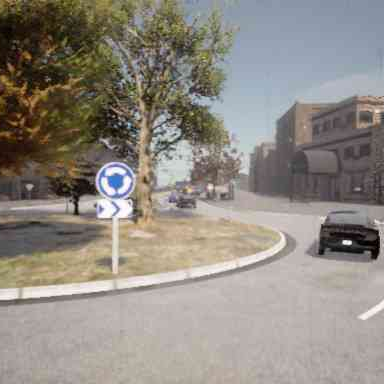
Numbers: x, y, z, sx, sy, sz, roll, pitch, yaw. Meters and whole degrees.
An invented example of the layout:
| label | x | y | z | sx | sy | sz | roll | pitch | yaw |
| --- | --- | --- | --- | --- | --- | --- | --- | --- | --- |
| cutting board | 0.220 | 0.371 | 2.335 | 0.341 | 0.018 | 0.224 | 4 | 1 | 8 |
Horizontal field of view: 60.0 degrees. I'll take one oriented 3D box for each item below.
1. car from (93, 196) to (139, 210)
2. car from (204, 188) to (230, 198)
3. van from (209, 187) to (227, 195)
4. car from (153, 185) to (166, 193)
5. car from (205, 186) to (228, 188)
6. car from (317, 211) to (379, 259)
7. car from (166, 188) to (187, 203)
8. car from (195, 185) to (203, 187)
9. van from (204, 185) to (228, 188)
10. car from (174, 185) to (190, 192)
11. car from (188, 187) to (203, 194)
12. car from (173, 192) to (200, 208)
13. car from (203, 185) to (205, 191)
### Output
| label | x | y | z | sx | sy | sz | roll | pitch | yaw |
| --- | --- | --- | --- | --- | --- | --- | --- | --- | --- |
| car | -7.600 | 1.152 | 34.060 | 4.892 | 1.490 | 1.837 | 1 | -1 | 3 |
| car | 5.168 | 0.462 | 64.066 | 4.892 | 1.521 | 2.231 | 1 | 2 | 3 |
| van | 6.266 | -0.281 | 80.324 | 4.442 | 1.987 | 1.878 | 1 | 2 | 5 |
| car | -9.402 | -0.581 | 91.581 | 2.097 | 1.535 | 5.008 | 1 | 2 | 7 |
| car | 5.352 | 0.253 | 66.810 | 4.553 | 1.767 | 2.185 | 1 | 2 | 3 |
| car | 6.000 | 1.452 | 12.827 | 1.882 | 1.535 | 5.008 | 2 | 1 | 25 |
| car | -2.377 | 0.680 | 49.452 | 2.097 | 1.767 | 4.553 | 1 | 2 | -6 |
| car | 1.666 | -0.301 | 84.022 | 2.033 | 1.411 | 5.357 | 1 | 2 | 6 |
| van | 5.350 | 0.067 | 69.566 | 4.442 | 1.987 | 1.878 | 1 | 2 | 3 |
| car | -2.150 | -0.150 | 73.240 | 2.150 | 2.045 | 5.566 | 1 | 2 | 3 |
| car | 0.809 | 0.194 | 72.450 | 1.812 | 1.442 | 4.674 | 1 | 2 | 3 |
| car | -0.705 | 1.107 | 39.640 | 1.837 | 1.490 | 4.892 | 1 | 1 | -11 |
| car | 5.634 | -0.042 | 72.298 | 5.566 | 2.045 | 2.435 | 1 | 2 | 3 |
